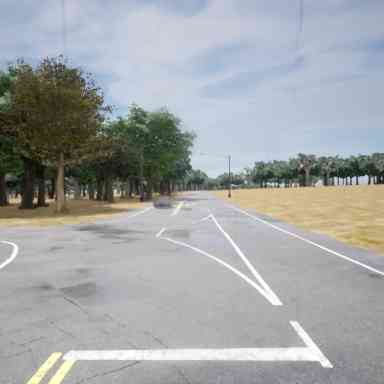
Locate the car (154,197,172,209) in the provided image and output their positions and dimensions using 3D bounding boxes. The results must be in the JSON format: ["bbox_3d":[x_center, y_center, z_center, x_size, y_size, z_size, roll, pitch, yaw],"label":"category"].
[{"bbox_3d":[-3.462,1.321,40.095,1.994,1.385,4.181,0,1,0],"label":"car"}]
